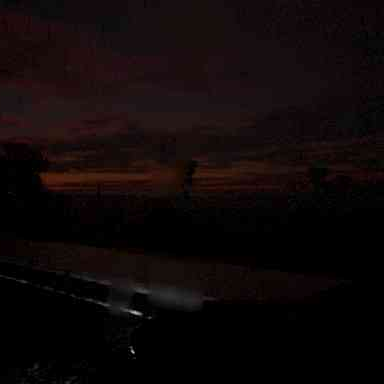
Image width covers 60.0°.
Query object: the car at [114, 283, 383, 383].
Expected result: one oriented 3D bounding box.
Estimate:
[{"bbox_3d":[1.431,1.529,2.663,4.674,1.442,1.812,-1,0,36],"label":"car"}]
